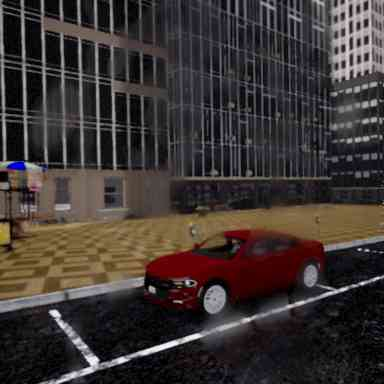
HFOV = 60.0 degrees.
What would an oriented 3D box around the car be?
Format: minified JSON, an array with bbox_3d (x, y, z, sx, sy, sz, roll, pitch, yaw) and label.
[{"bbox_3d":[1.107,1.519,7.361,4.507,1.381,1.887,0,-1,-35],"label":"car"}]
